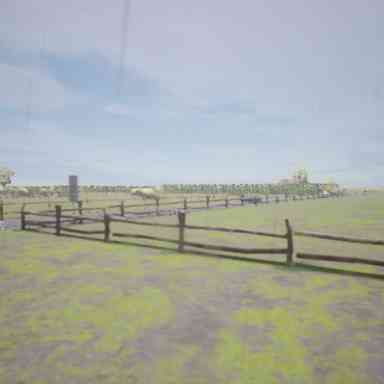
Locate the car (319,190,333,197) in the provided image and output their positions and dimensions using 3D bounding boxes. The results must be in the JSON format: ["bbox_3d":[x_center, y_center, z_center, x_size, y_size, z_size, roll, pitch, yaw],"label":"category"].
[{"bbox_3d":[32.178,0.592,80.865,1.812,1.442,4.674,-1,0,35],"label":"car"}]

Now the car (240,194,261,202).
[{"bbox_3d":[9.376,0.989,53.181,1.994,1.385,4.181,-1,0,35],"label":"car"}]
